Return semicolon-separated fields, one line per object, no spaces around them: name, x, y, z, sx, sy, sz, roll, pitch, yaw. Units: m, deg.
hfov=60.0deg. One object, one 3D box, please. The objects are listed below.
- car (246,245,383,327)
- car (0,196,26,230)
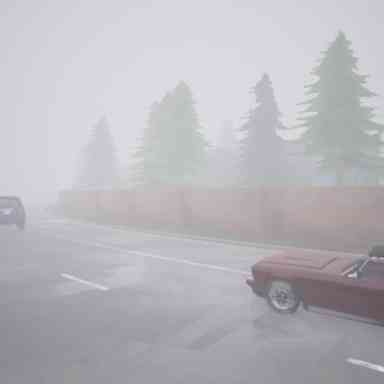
car;3.412;1.629;5.939;4.718;1.301;1.895;0;0;36
car;-11.997;1.244;20.602;2.150;2.045;5.566;0;0;-40
